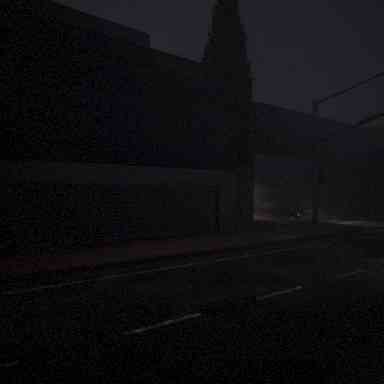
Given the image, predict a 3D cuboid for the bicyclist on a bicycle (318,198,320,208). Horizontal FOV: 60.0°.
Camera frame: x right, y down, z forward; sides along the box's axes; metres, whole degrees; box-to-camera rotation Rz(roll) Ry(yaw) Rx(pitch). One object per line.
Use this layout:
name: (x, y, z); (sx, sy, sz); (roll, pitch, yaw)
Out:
bicyclist on a bicycle: (16.238, 1.303, 43.289); (1.656, 1.620, 0.582); (0, 0, -37)

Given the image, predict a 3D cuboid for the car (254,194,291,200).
car: (8.713, 1.221, 34.182); (2.150, 2.045, 5.566); (0, 0, -36)

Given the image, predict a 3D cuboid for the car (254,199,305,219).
car: (7.651, 1.601, 29.751); (1.895, 1.301, 4.718); (0, 0, -37)
